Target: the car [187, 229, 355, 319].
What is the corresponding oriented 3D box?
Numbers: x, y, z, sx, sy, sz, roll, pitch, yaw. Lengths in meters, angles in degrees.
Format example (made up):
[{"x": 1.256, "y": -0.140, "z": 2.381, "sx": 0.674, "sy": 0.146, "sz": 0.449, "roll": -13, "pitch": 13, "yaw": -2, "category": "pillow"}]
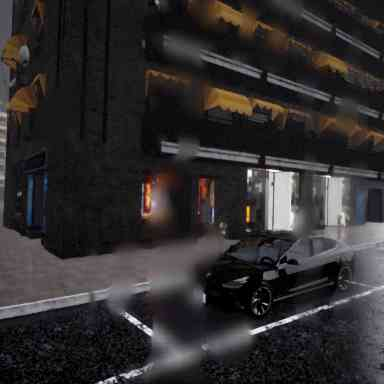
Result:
[{"x": 1.934, "y": 1.570, "z": 7.448, "sx": 4.313, "sy": 1.339, "sz": 1.947, "roll": 0, "pitch": 2, "yaw": -35, "category": "car"}]
